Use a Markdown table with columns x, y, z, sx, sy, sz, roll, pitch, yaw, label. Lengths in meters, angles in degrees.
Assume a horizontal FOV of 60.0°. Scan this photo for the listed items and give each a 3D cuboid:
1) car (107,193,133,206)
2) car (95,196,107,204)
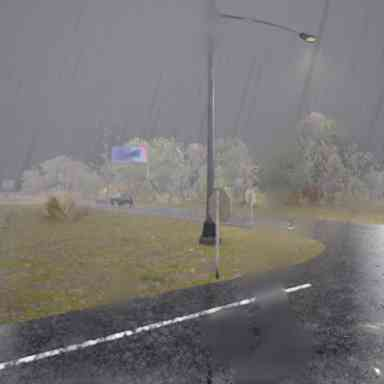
| x | y | z | sx | sy | sz | roll | pitch | yaw | label |
| --- | --- | --- | --- | --- | --- | --- | --- | --- | --- |
| -11.417 | 1.135 | 53.849 | 2.150 | 2.045 | 5.566 | 0 | 0 | -33 | car |
| -16.204 | 1.390 | 60.982 | 2.128 | 1.511 | 4.902 | 0 | 0 | -34 | car |
